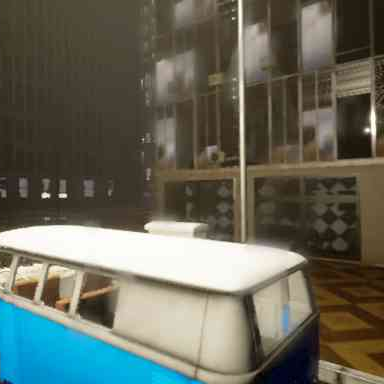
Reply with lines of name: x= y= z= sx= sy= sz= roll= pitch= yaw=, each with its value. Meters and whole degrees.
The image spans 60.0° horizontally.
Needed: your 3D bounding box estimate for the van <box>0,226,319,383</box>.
van: x=-0.786 y=1.326 z=3.421 sx=3.998 sy=1.788 sz=1.690 roll=0 pitch=-1 yaw=36
